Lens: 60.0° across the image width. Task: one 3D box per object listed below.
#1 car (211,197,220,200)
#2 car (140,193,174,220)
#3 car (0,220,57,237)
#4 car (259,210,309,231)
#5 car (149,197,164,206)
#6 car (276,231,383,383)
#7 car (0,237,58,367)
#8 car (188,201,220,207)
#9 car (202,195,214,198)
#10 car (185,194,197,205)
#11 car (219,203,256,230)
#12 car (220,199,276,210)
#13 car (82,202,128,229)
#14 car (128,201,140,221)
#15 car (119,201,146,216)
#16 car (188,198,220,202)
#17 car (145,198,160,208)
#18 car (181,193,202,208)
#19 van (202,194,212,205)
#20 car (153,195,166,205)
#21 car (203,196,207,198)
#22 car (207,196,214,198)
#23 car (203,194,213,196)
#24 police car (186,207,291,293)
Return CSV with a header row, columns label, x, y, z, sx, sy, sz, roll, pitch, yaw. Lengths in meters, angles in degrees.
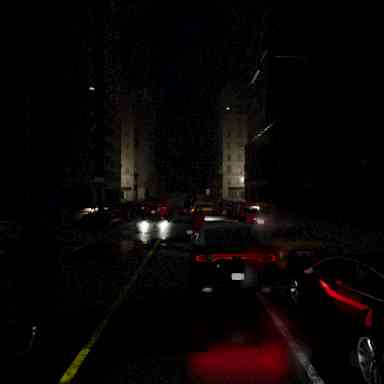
label,x,y,z,sx,sy,sz,roll,pitch,yaw
car,2.800,1.438,27.084,1.967,1.590,4.097,0,0,0
car,-3.062,1.218,28.861,2.150,2.045,5.566,0,0,0
car,-5.691,1.581,10.477,1.802,1.307,4.206,0,0,0
car,2.835,1.525,10.683,1.752,1.417,4.829,0,0,0
car,-5.784,1.561,54.677,1.947,1.339,4.313,0,0,0
car,2.847,1.566,4.990,1.947,1.339,4.313,0,0,0
car,-3.108,1.547,3.156,2.033,1.411,5.357,0,0,0
car,0.860,1.477,18.889,1.882,1.535,5.008,0,0,0
car,2.753,1.562,49.178,1.947,1.339,4.313,0,0,0
car,-0.129,1.347,60.259,2.097,1.767,4.553,0,0,0
car,2.811,1.524,21.730,1.752,1.417,4.829,0,0,0
car,2.824,1.314,16.036,2.192,1.841,5.009,0,0,0
car,-5.714,1.543,21.527,1.887,1.381,4.507,0,0,0
car,-5.726,1.564,27.052,1.947,1.339,4.313,0,0,0
car,-5.737,1.563,32.577,1.947,1.339,4.313,0,0,0
car,0.847,1.476,24.889,1.882,1.535,5.008,0,0,0
car,-5.773,1.578,49.152,1.802,1.307,4.206,0,0,0
car,-0.087,1.348,46.854,2.097,1.767,4.553,0,0,0
van,2.730,1.336,60.226,1.690,1.788,3.998,0,0,0
car,-5.796,1.435,60.202,1.967,1.590,4.097,0,0,0
car,2.765,1.547,43.655,2.008,1.369,4.403,0,0,0
car,2.788,1.437,32.607,1.967,1.590,4.097,0,0,0
car,2.742,1.310,54.702,2.192,1.841,5.009,0,0,0
police car,0.880,1.425,8.999,1.930,1.638,5.238,0,0,0
